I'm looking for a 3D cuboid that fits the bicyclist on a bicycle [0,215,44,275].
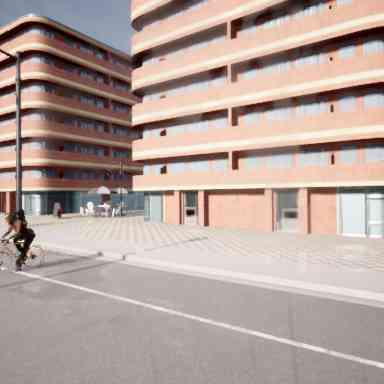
[{"bbox_3d":[-4.921,1.451,9.330,0.582,1.620,1.656,0,2,34],"label":"bicyclist on a bicycle"}]
